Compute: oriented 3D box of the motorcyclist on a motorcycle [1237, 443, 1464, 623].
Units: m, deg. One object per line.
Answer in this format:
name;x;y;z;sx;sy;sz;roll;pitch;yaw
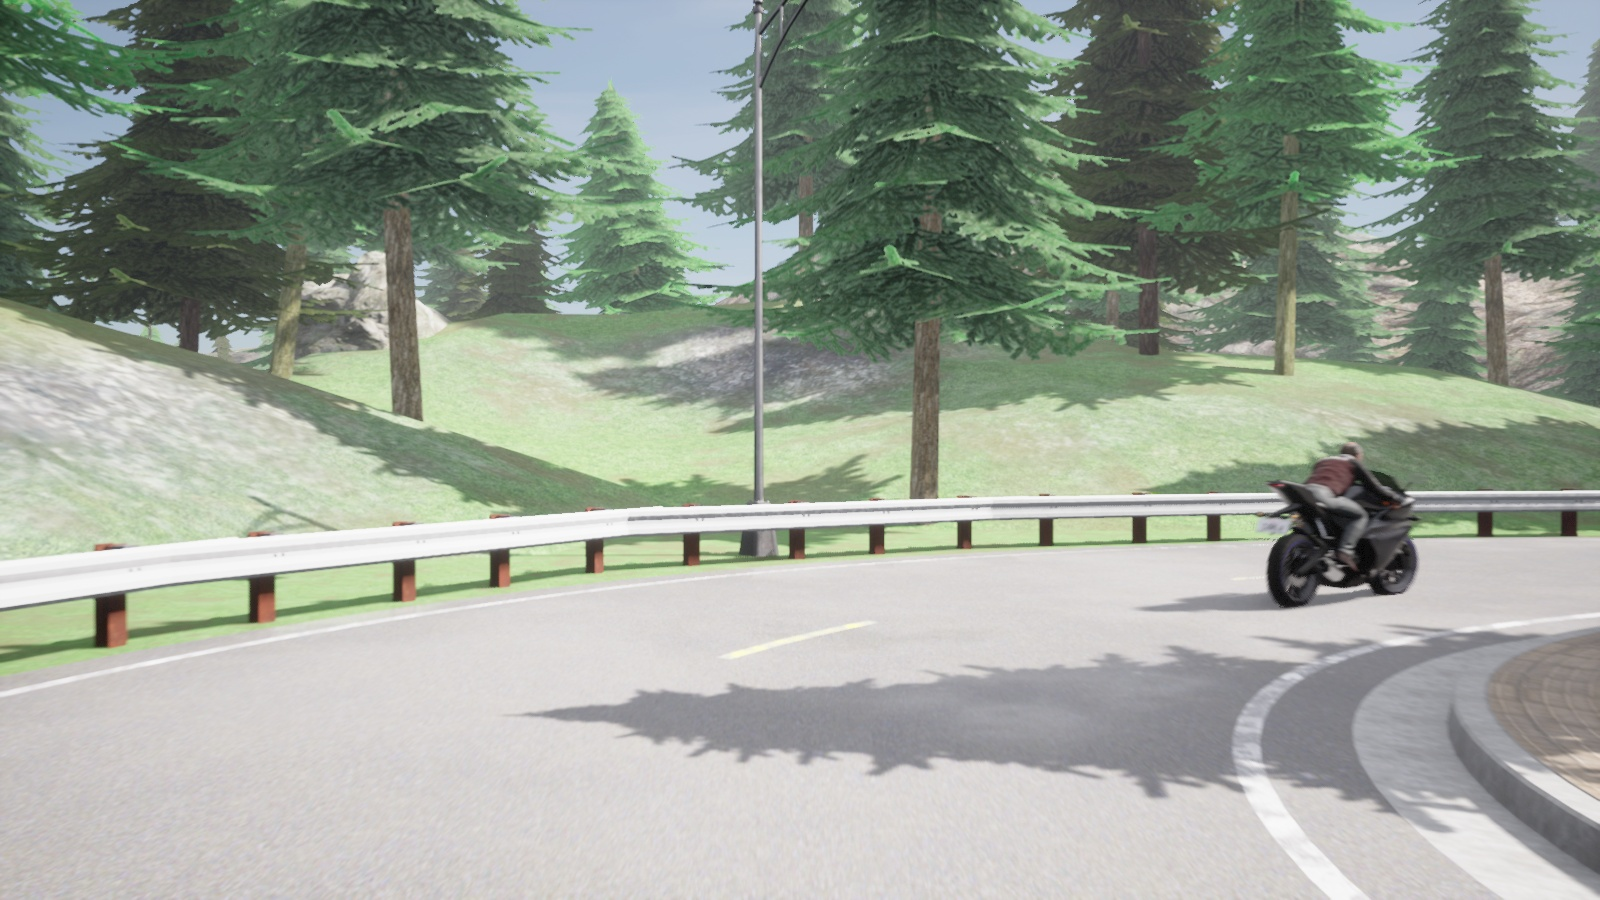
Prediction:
motorcyclist on a motorcycle;5.169;0.710;11.748;2.191;1.530;0.866;0;1;-33
